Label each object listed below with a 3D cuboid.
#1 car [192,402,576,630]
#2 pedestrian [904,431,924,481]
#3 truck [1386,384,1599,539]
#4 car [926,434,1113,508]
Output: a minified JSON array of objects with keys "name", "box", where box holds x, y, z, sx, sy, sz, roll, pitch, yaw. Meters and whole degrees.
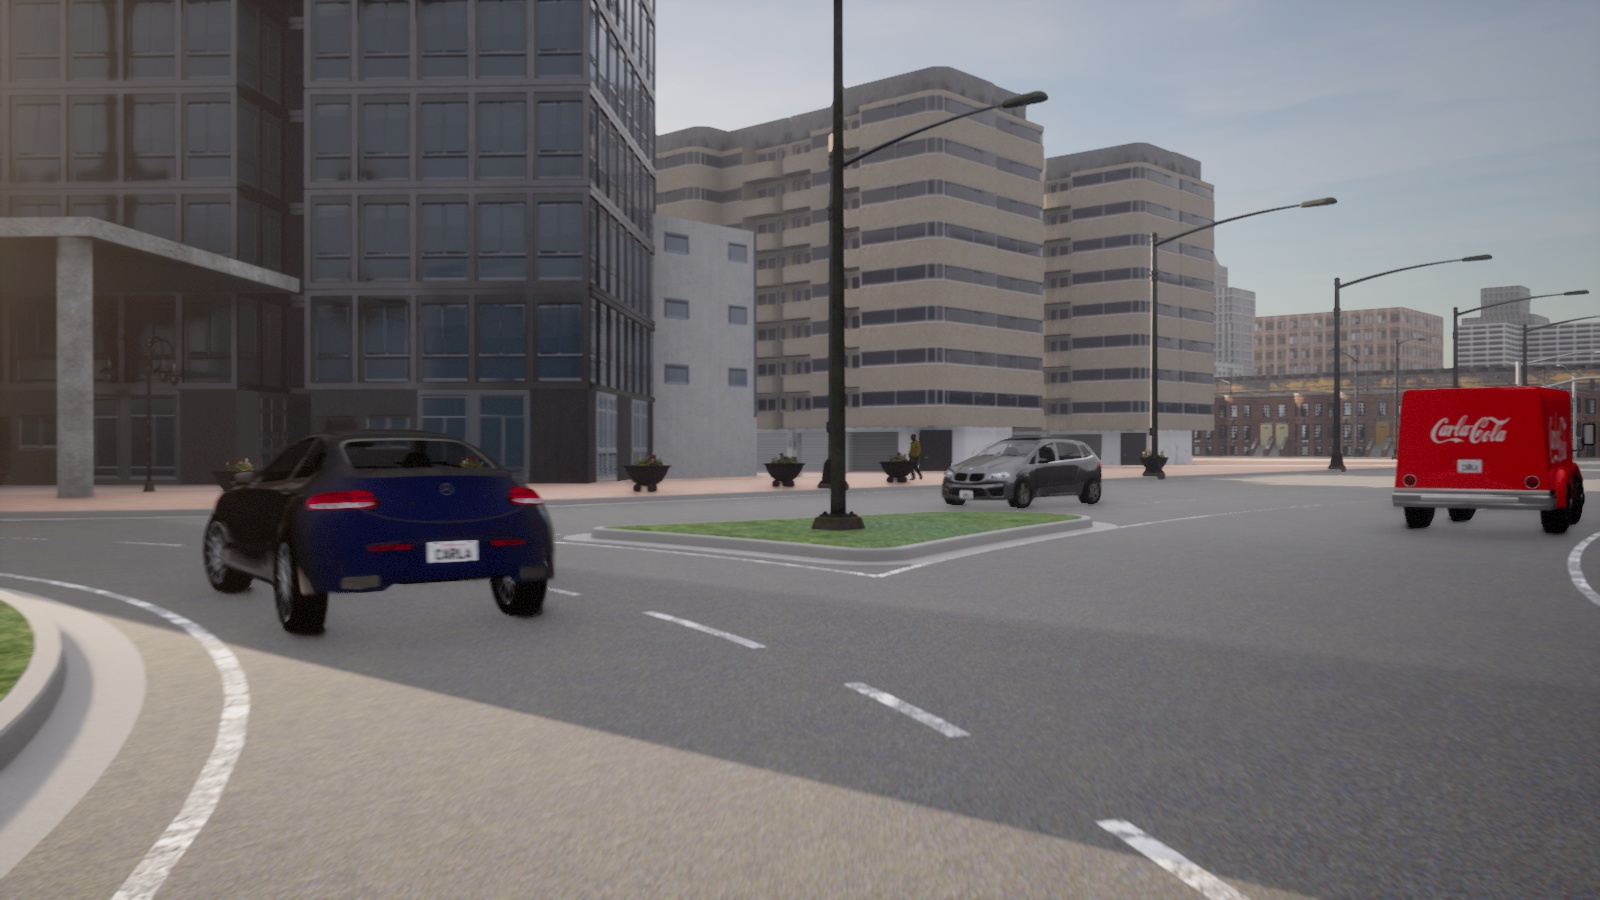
[{"name":"car","box":[-4.136,0.468,11.797,2.152,1.651,5.027,0,0,-34]},{"name":"pedestrian","box":[4.296,0.223,47.303,0.370,1.835,0.726,0,0,45]},{"name":"truck","box":[12.745,0.170,22.808,2.627,2.467,5.204,0,0,39]},{"name":"car","box":[5.431,0.458,30.773,4.611,1.667,2.242,0,0,-44]}]
